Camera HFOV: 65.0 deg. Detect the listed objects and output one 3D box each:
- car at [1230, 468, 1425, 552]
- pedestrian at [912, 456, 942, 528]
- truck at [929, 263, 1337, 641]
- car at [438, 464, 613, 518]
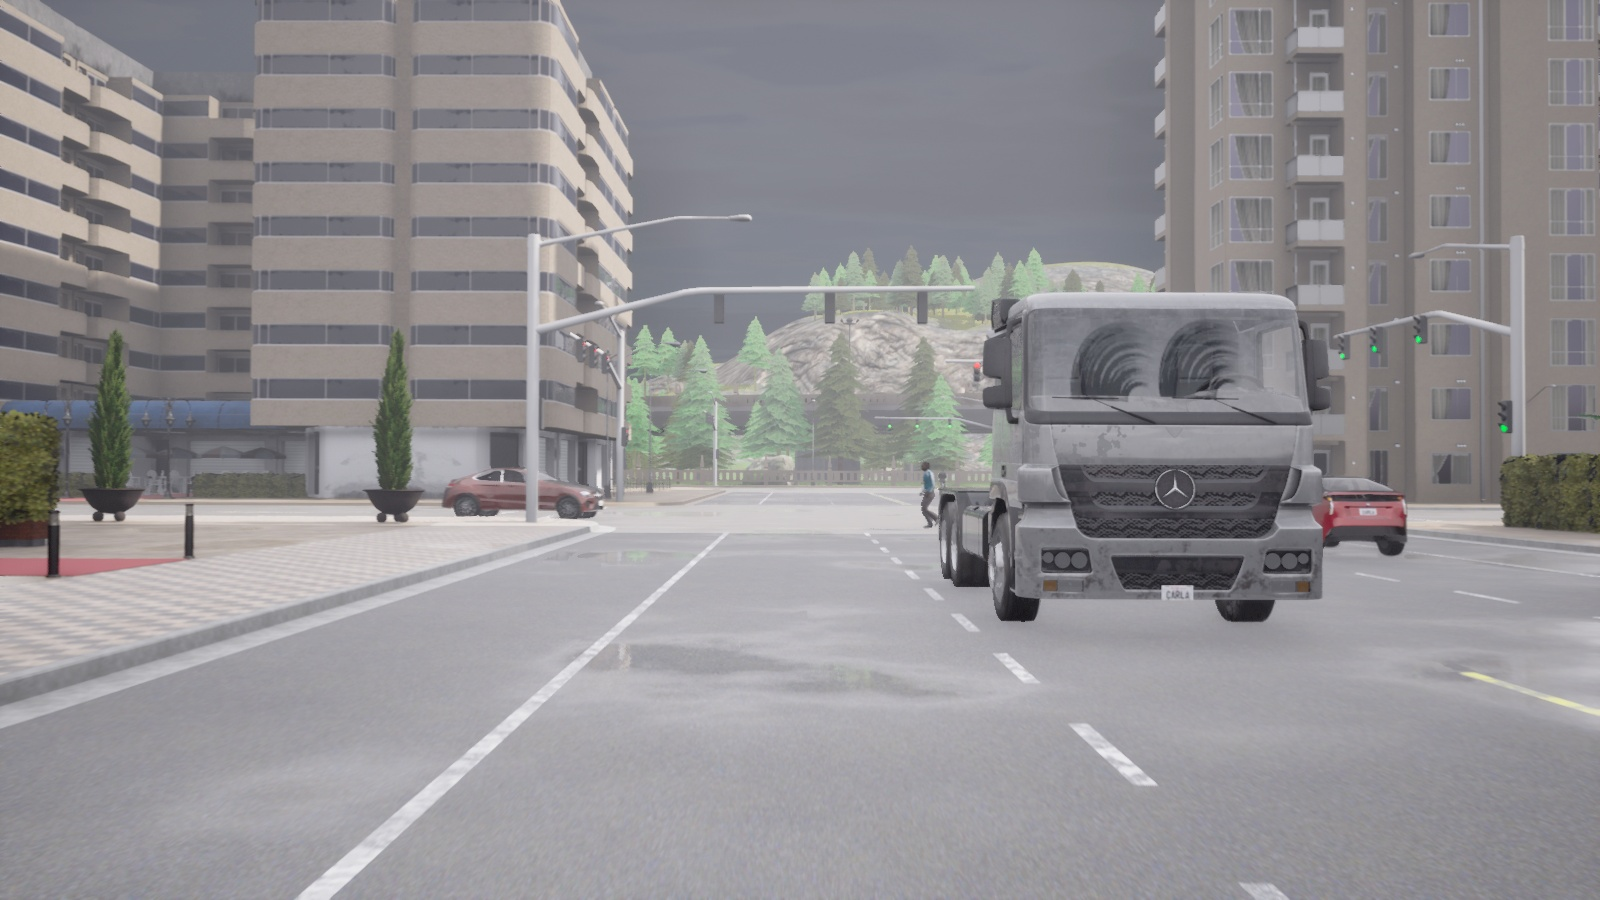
[{"bbox_3d":[10.441,1.143,25.284,2.007,1.525,4.514,0,-1,0],"label":"car"},{"bbox_3d":[3.413,1.129,33.756,0.692,1.930,0.396,0,-1,-12],"label":"pedestrian"},{"bbox_3d":[3.460,0.078,15.498,2.891,3.462,7.936,0,-1,0],"label":"truck"},{"bbox_3d":[-8.694,1.299,40.065,5.027,1.651,2.152,0,-1,6],"label":"car"}]
